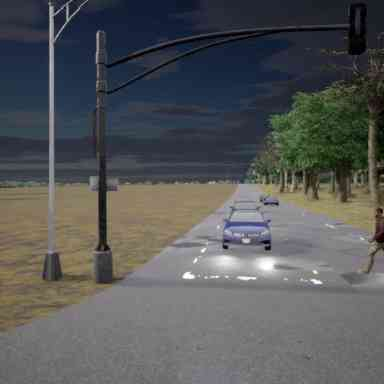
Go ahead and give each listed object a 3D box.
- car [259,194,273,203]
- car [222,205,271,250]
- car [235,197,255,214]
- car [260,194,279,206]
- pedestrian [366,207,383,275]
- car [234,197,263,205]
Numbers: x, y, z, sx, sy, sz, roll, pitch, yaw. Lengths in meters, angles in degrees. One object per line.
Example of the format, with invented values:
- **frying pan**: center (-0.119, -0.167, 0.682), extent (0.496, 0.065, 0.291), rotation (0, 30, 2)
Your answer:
- **car**: center (12.702, 1.086, 57.309), extent (1.994, 1.385, 4.181), rotation (0, 1, 9)
- **car**: center (2.351, 1.487, 14.278), extent (1.812, 1.442, 4.674), rotation (0, 0, 10)
- **car**: center (5.304, 1.290, 33.482), extent (1.882, 1.535, 5.008), rotation (0, 1, 9)
- **car**: center (11.197, 1.215, 47.426), extent (1.994, 1.385, 4.181), rotation (0, 1, 7)
- **pedestrian**: center (4.802, 1.279, 8.508), extent (0.375, 1.860, 0.375), rotation (-1, 1, 9)
- **car**: center (3.746, 1.382, 23.380), extent (1.882, 1.535, 5.008), rotation (0, 0, 9)
